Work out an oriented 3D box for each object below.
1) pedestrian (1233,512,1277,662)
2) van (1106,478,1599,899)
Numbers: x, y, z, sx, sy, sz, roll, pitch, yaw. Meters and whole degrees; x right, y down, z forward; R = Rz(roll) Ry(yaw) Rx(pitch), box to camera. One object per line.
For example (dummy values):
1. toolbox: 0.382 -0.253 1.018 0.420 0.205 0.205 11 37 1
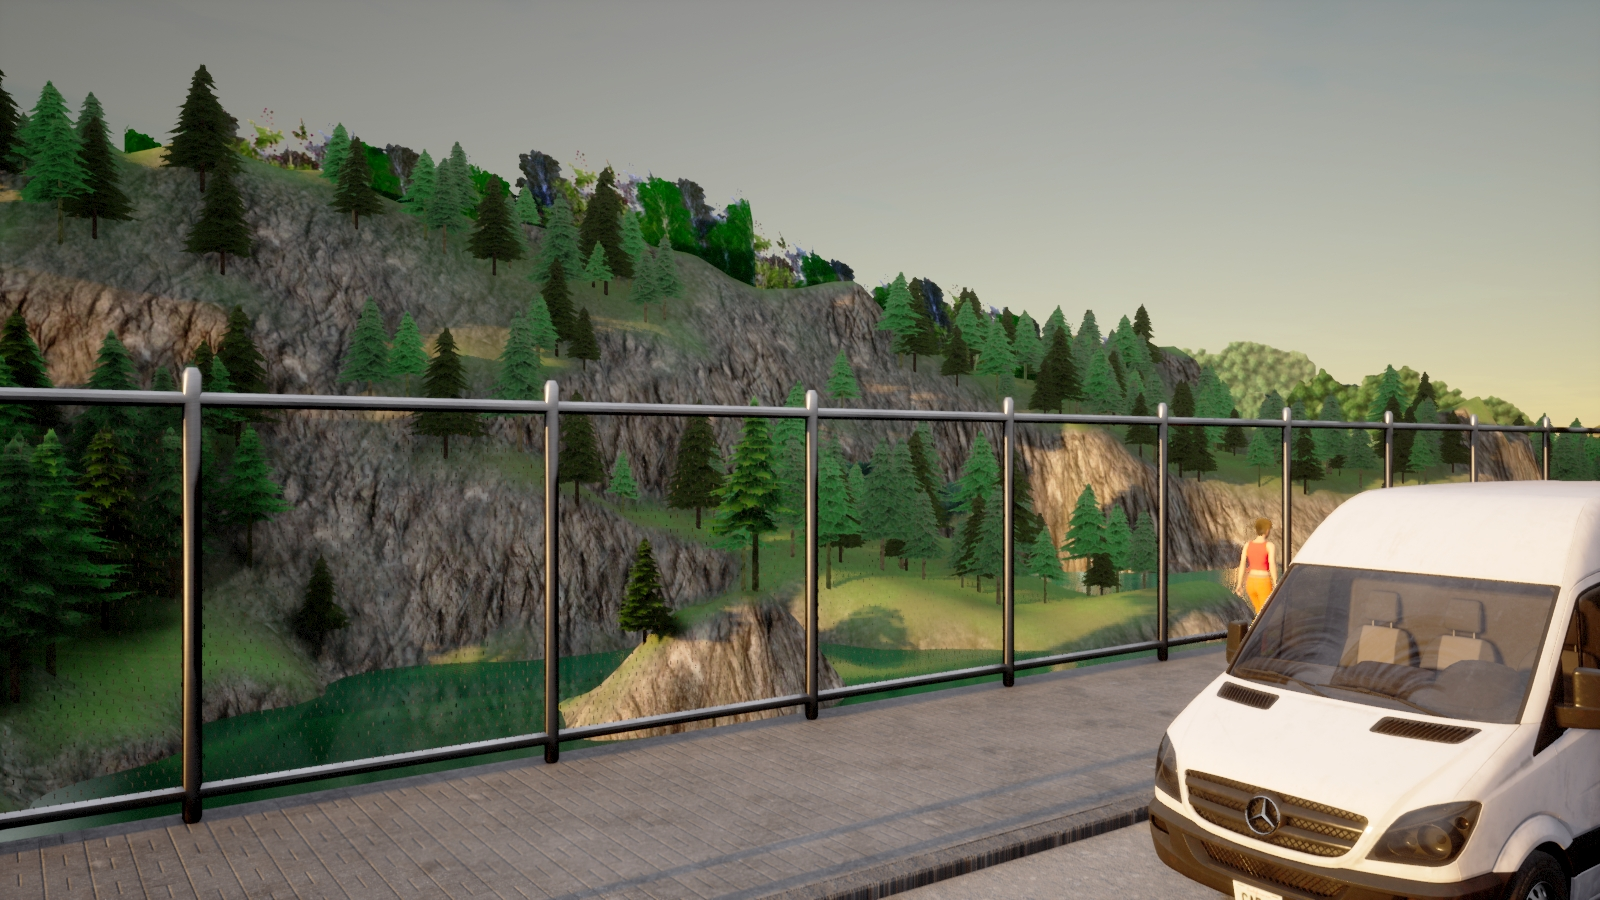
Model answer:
1. pedestrian: 5.837 1.739 14.659 0.375 1.860 0.375 0 0 -35
2. van: 4.843 1.531 7.777 5.915 2.561 1.988 0 0 -35
